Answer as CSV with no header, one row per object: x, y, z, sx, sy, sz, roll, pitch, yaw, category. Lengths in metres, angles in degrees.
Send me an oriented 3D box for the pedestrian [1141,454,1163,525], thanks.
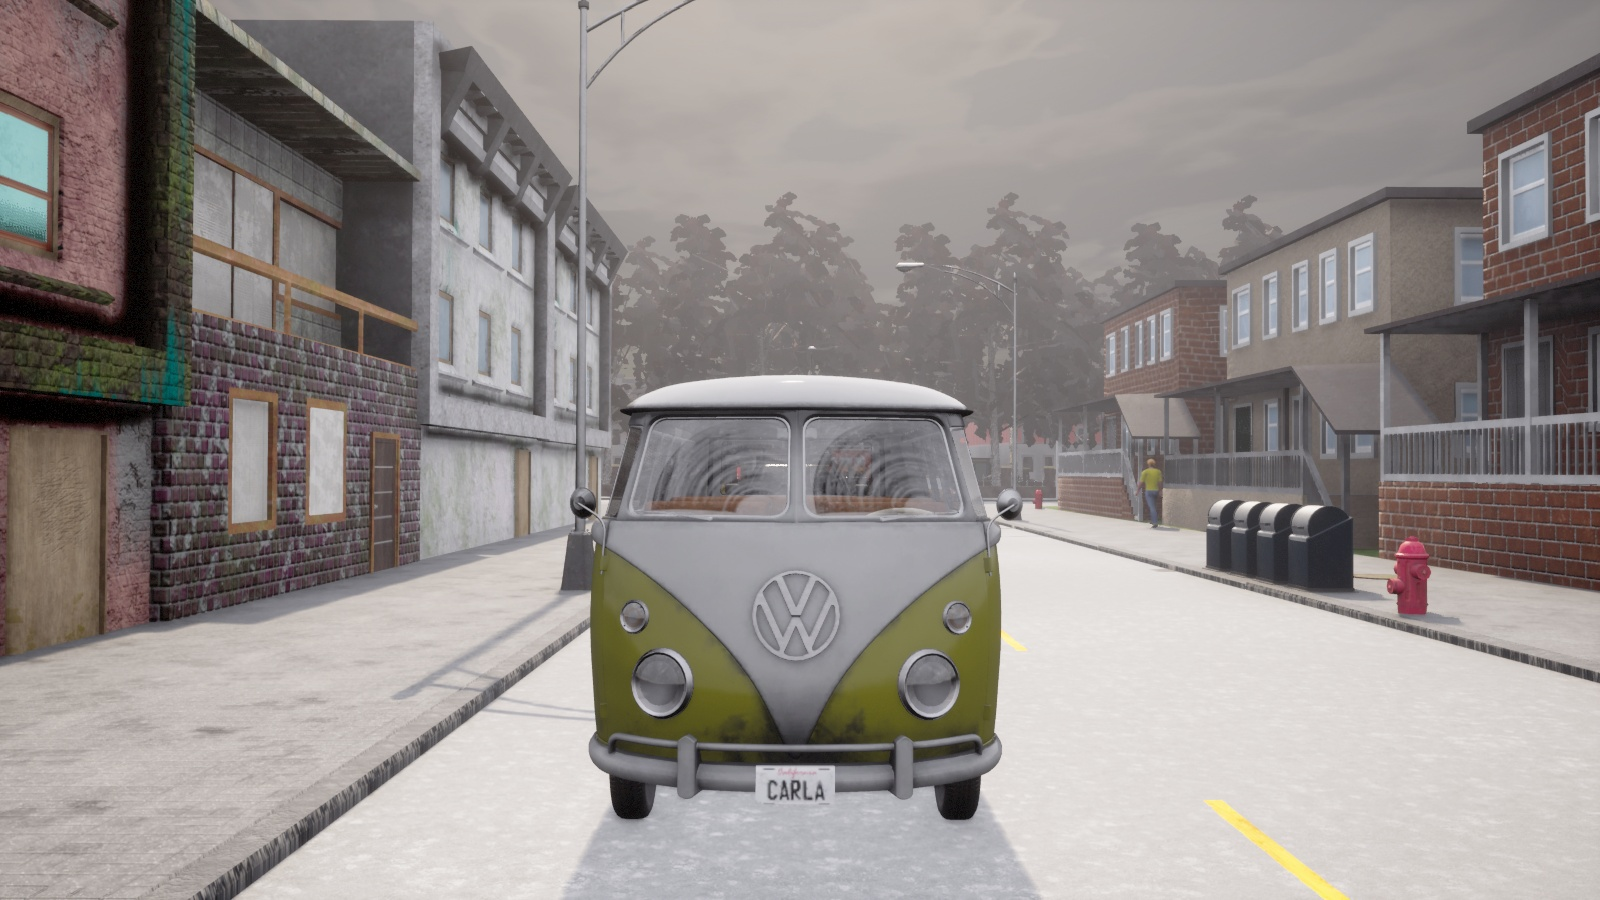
9.271,1.041,33.066,0.354,1.836,0.706,0,-1,-1,pedestrian

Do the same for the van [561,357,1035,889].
-0.016,0.684,6.936,1.775,1.987,4.442,0,-1,0,van
